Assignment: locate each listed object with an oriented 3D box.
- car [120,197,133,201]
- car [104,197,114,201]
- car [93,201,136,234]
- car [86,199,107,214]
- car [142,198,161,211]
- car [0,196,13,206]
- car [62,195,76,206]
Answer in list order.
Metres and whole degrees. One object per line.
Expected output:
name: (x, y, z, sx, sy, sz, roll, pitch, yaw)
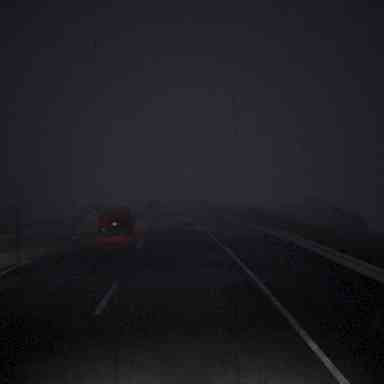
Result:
car: (-12.808, 1.702, 64.759, 1.882, 1.535, 5.008, 0, -1, -24)
car: (-16.026, 1.779, 63.436, 1.837, 1.490, 4.892, 1, -1, -24)
car: (-4.455, 1.555, 20.090, 1.882, 1.535, 5.008, 0, 0, -8)
car: (-10.999, 1.788, 37.851, 1.895, 1.301, 4.718, -1, 0, -14)
car: (-5.118, 1.598, 42.171, 1.837, 1.490, 4.892, 0, -1, -16)
car: (-36.163, 1.796, 64.792, 2.150, 2.045, 5.566, -1, 0, -25)
car: (-23.476, 1.614, 63.392, 2.150, 2.045, 5.566, 0, -1, -26)
